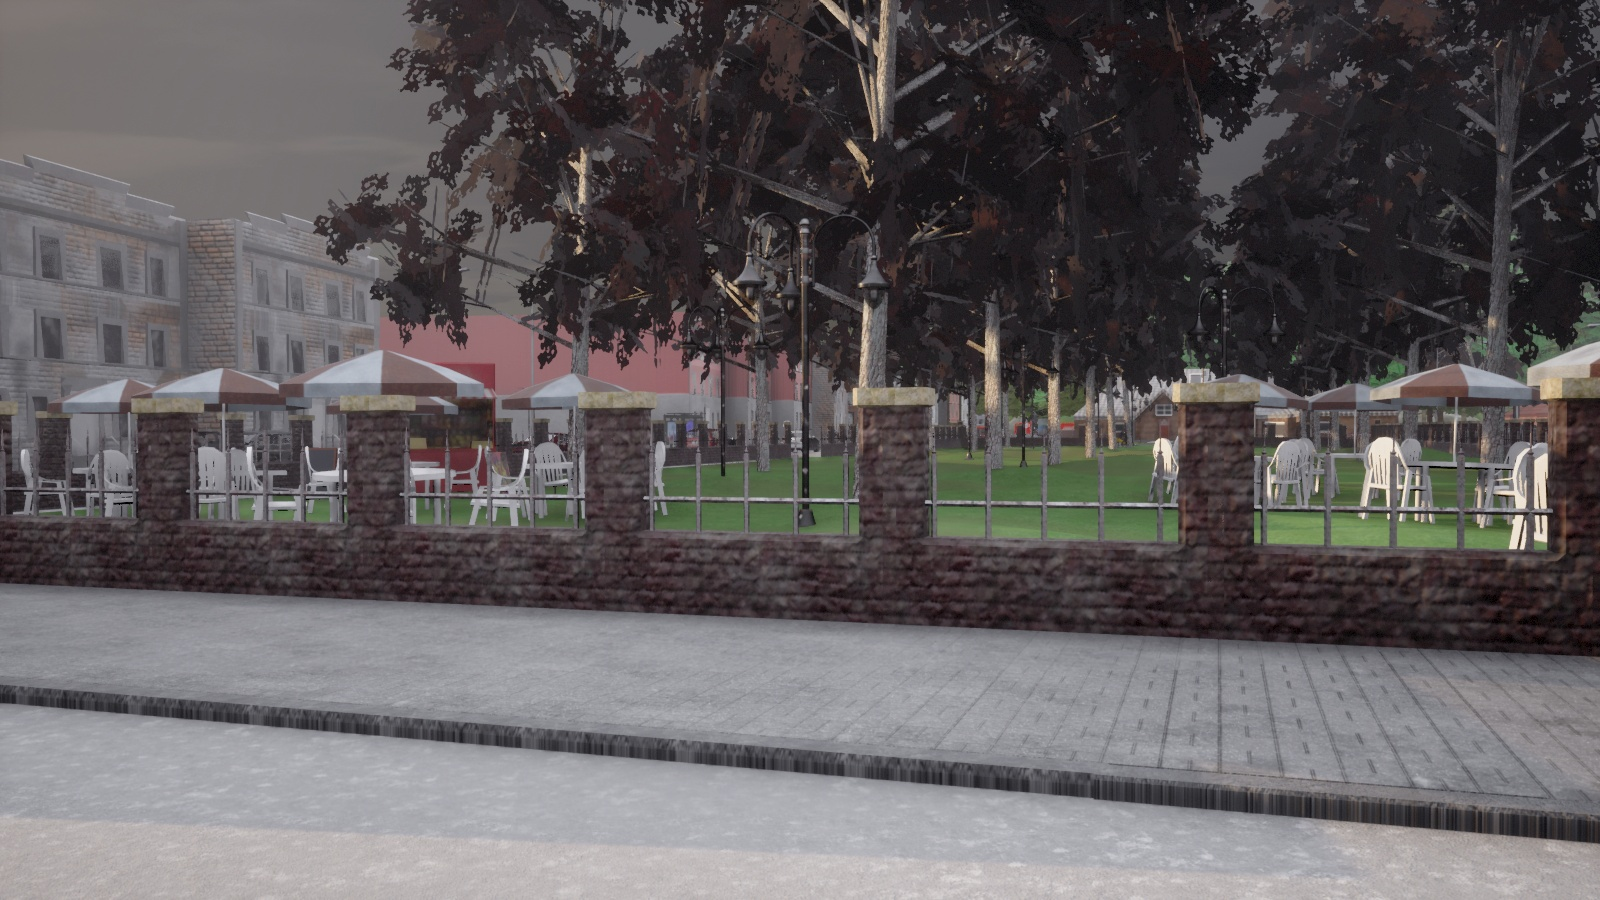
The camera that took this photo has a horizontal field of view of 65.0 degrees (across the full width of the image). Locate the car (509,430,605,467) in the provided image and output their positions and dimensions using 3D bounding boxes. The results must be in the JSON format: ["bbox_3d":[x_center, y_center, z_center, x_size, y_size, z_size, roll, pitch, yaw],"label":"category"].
[{"bbox_3d":[-10.463,-0.107,54.475,1.882,1.535,5.008,1,1,18],"label":"car"}]

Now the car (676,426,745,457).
[{"bbox_3d":[-5.013,-0.482,70.840,2.242,1.667,4.611,1,1,19],"label":"car"}]

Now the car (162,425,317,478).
[{"bbox_3d":[-18.739,0.010,42.250,2.033,1.649,4.856,1,1,18],"label":"car"}]

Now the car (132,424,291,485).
[{"bbox_3d":[-16.672,0.089,35.783,1.851,1.617,3.988,1,1,18],"label":"car"}]

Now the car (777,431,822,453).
[{"bbox_3d":[0.009,-0.583,85.882,1.970,1.475,3.806,1,1,19],"label":"car"}]
